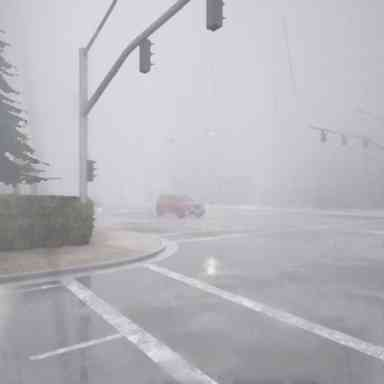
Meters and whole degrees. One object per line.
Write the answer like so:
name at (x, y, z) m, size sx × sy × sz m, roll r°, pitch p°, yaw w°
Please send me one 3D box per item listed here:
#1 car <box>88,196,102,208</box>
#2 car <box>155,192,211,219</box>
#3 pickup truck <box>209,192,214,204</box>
car at (-14.713, 1.343, 48.156) m, size 2.097 × 1.767 × 4.553 m, roll 0°, pitch 0°, yaw -36°
car at (-1.162, 1.209, 29.519) m, size 2.150 × 2.045 × 5.566 m, roll 0°, pitch 1°, yaw -36°
pickup truck at (2.356, 1.040, 59.010) m, size 2.390 × 2.098 × 6.274 m, roll 0°, pitch 0°, yaw -6°
